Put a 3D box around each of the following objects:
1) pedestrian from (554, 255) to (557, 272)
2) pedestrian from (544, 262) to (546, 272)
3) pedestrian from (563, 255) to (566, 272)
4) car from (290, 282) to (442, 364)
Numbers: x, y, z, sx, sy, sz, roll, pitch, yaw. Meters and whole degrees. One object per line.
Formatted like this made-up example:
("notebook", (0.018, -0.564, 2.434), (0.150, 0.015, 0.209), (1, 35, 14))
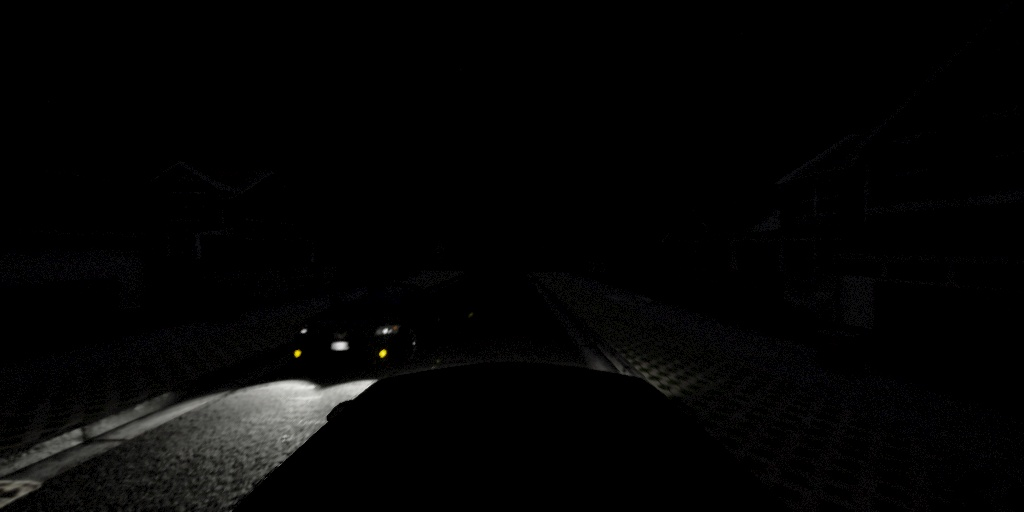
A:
("pedestrian", (4.519, 0.769, 37.258), (0.375, 1.860, 0.375), (-1, 2, 0))
("pedestrian", (3.519, 0.776, 38.459), (0.375, 1.860, 0.375), (-1, 2, 0))
("pedestrian", (5.519, 0.767, 37.858), (0.375, 1.860, 0.375), (-1, 2, 0))
("car", (-2.847, 1.294, 7.918), (1.994, 1.385, 4.181), (0, 0, 0))
